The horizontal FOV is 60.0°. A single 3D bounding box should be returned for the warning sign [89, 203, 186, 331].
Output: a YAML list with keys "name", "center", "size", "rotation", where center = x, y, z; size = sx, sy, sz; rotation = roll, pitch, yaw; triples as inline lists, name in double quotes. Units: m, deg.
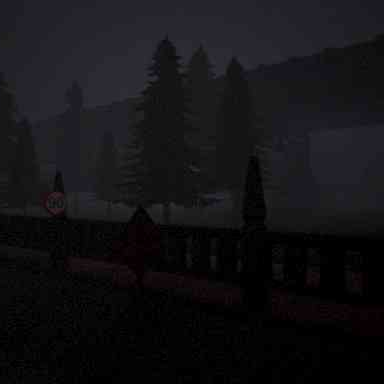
- name: "warning sign"
  center: [-0.920, 1.152, 5.813]
  size: [1.060, 1.860, 1.300]
  rotation: [-1, 0, 35]
